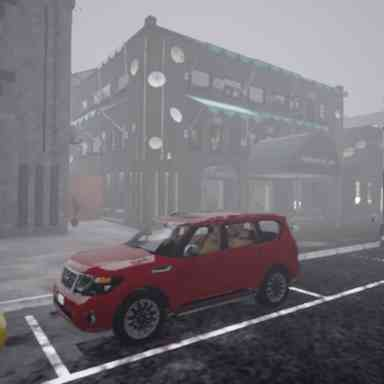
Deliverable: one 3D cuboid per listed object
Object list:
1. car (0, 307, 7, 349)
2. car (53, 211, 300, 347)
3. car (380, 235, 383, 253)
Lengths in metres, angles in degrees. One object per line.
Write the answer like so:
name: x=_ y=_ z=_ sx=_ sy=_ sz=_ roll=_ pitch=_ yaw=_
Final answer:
car: x=-4.607 y=1.507 z=3.263 sx=4.829 sy=1.417 sz=1.752 roll=1 pitch=0 yaw=-36
car: x=0.038 y=1.351 z=6.576 sx=5.009 sy=1.841 sz=2.192 roll=1 pitch=0 yaw=-36
car: x=9.040 y=1.724 z=13.005 sx=4.206 sy=1.307 sz=1.802 roll=1 pitch=0 yaw=-36
